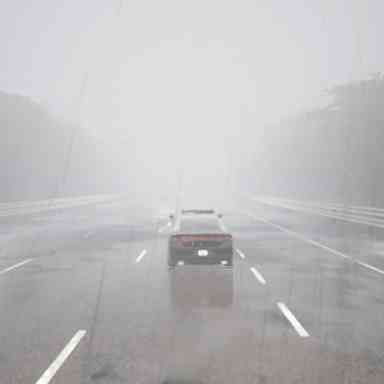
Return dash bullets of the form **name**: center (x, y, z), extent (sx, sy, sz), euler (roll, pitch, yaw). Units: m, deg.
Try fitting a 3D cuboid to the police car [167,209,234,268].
- **police car**: center (0.180, 1.400, 11.307), extent (1.930, 1.638, 5.238), euler (0, 0, -2)
